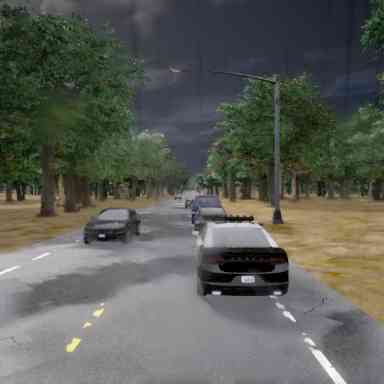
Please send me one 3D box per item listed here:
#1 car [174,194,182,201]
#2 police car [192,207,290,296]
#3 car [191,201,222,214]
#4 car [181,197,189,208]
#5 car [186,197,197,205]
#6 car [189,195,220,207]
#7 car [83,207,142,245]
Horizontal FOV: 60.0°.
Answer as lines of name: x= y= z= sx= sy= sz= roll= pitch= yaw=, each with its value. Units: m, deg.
car: x=-3.530 y=1.355 z=83.908 sx=1.882 sy=1.535 sz=5.008 roll=0 pitch=0 yaw=0
police car: x=1.047 y=1.428 z=8.804 sx=1.930 sy=1.638 sz=5.238 roll=0 pitch=0 yaw=0
car: x=1.043 y=1.506 z=18.697 sx=1.837 sy=1.490 sz=4.892 roll=0 pitch=0 yaw=0
car: x=0.013 y=1.468 z=46.151 sx=2.128 sy=1.511 sz=4.902 roll=0 pitch=0 yaw=0
car: x=-0.022 y=1.550 z=60.623 sx=1.895 sy=1.301 sz=4.718 roll=0 pitch=0 yaw=0
car: x=1.041 y=1.222 z=24.729 sx=2.150 sy=2.045 sz=5.566 roll=0 pitch=0 yaw=0
car: x=-3.605 y=1.479 z=15.791 sx=1.882 sy=1.535 sz=5.008 roll=0 pitch=0 yaw=0
